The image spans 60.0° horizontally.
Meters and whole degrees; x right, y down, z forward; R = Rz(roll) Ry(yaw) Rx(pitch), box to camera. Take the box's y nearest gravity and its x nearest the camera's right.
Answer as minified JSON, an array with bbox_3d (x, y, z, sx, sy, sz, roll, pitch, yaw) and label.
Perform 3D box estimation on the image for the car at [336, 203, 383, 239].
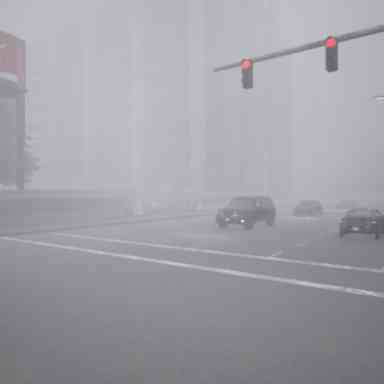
[{"bbox_3d":[9.047,1.547,17.469,1.812,1.442,4.674,-1,0,37],"label":"car"}]

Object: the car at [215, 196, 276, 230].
[{"bbox_3d":[3.724,1.299,22.272,2.150,2.045,5.566,-1,0,36],"label":"car"}]

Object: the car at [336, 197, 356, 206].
[{"bbox_3d":[21.799,1.696,47.144,1.895,1.301,4.718,-1,0,36],"label":"car"}]

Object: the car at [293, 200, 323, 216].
[{"bbox_3d":[11.628,1.578,33.211,1.837,1.490,4.892,-1,1,36],"label":"car"}]
